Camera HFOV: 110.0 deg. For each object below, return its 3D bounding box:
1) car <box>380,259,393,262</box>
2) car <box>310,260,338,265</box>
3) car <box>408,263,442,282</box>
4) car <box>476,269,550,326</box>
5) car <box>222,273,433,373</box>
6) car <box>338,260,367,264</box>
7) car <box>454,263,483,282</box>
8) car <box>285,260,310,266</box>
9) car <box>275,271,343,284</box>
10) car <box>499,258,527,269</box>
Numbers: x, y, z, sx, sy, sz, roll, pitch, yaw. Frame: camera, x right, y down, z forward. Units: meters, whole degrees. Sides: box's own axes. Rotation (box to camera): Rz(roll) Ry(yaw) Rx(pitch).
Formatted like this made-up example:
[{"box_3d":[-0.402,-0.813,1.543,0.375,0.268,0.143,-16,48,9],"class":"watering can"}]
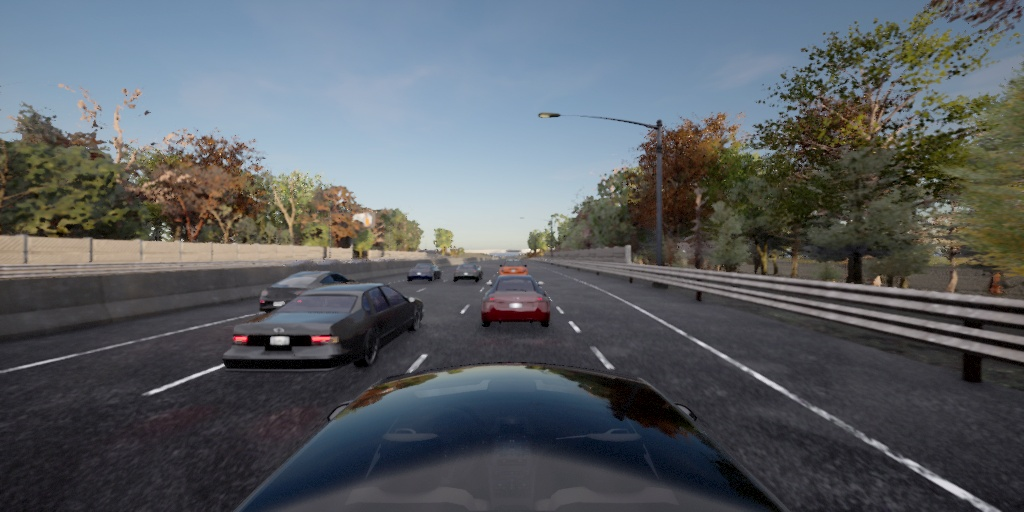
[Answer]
[{"box_3d":[-17.546,1.187,49.540,2.128,1.511,4.902,0,0,0],"class":"car"},{"box_3d":[-24.543,1.242,48.557,2.033,1.411,5.357,0,0,0],"class":"car"},{"box_3d":[-6.887,1.274,28.570,1.994,1.385,4.181,0,0,0],"class":"car"},{"box_3d":[0.104,1.296,11.634,1.994,1.385,4.181,0,0,0],"class":"car"},{"box_3d":[-3.398,1.286,7.771,2.033,1.411,5.357,0,0,0],"class":"car"},{"box_3d":[-21.046,1.242,48.852,2.033,1.411,5.357,0,0,0],"class":"car"},{"box_3d":[-3.388,1.274,28.408,1.994,1.385,4.181,0,0,0],"class":"car"},{"box_3d":[-28.044,1.242,48.048,2.033,1.411,5.357,0,0,1],"class":"car"},{"box_3d":[-6.895,1.256,12.893,1.812,1.442,4.674,0,0,0],"class":"car"},{"box_3d":[0.109,1.063,27.704,2.097,1.767,4.553,0,0,0],"class":"car"}]
